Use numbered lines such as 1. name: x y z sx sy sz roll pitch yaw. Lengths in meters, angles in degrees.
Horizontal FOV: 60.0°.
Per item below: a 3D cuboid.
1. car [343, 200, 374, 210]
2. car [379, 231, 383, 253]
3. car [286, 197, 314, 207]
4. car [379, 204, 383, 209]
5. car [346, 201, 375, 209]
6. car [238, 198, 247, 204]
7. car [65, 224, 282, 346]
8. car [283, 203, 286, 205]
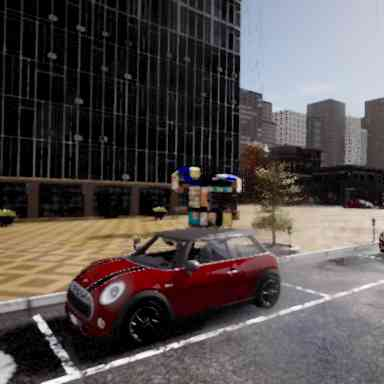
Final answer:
1. car: 24.919 1.867 49.726 1.967 1.590 4.097 1 -1 -35
2. car: 8.981 1.663 12.906 4.507 1.381 1.887 1 0 -35
3. car: 22.503 2.012 68.311 2.192 1.841 5.009 1 -1 -35
4. car: 32.621 2.176 53.770 1.947 1.339 4.313 1 -1 -35
5. car: 29.501 2.219 58.275 1.802 1.307 4.206 1 -1 -35
6. car: 12.953 2.219 81.951 1.967 1.590 4.097 1 -1 -35
7. car: -0.212 1.469 6.352 4.097 1.590 1.967 1 0 -35
8. car: 19.314 2.164 72.855 1.967 1.590 4.097 1 -1 -35
